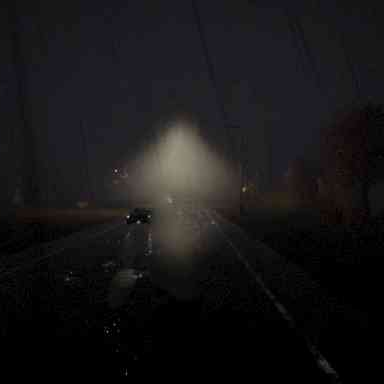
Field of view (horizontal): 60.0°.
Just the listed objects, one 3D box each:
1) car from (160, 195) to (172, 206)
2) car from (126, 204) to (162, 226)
[{"bbox_3d":[-5.090,1.636,65.344,2.150,2.045,5.566,0,0,-7],"label":"car"},{"bbox_3d":[-3.593,1.744,24.601,1.895,1.301,4.718,0,0,0],"label":"car"}]
